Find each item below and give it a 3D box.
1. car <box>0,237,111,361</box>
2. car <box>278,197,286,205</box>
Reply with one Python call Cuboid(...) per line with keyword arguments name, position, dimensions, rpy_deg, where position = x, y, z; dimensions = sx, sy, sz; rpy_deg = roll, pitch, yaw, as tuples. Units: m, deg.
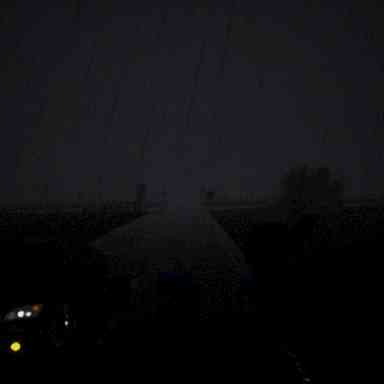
Cuboid(name="car", position=(-2.849, 1.559, 6.006), dimensions=(1.994, 1.385, 4.181), rpy_deg=(0, 0, 0))
Cuboid(name="car", position=(13.924, 1.039, 44.923), dimensions=(4.553, 1.767, 2.097), rpy_deg=(-1, 1, 1))
